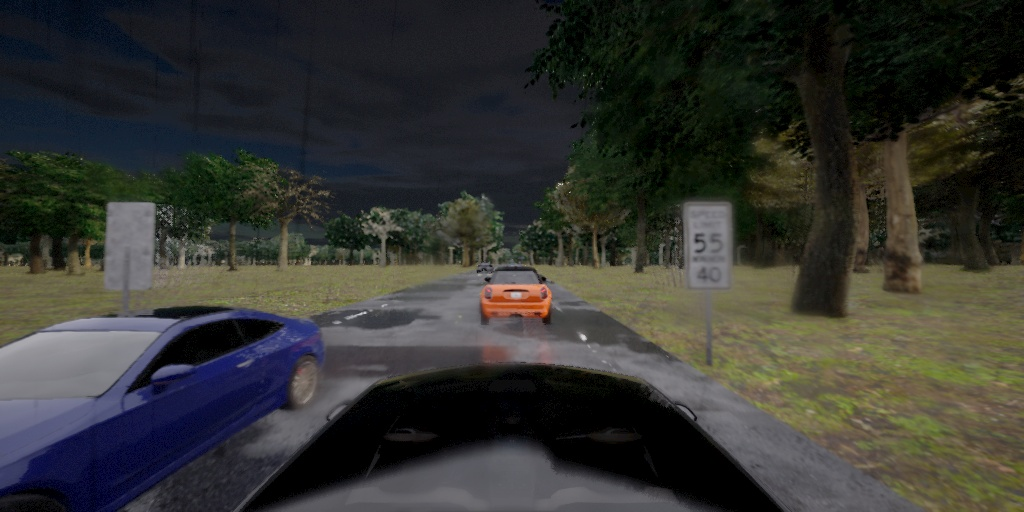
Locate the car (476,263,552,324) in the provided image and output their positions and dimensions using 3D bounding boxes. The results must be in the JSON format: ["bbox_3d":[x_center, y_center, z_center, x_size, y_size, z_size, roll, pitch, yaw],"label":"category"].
[{"bbox_3d":[0.125,1.121,12.181,2.097,1.767,4.553,0,0,0],"label":"car"}]

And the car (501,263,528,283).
[{"bbox_3d":[0.180,1.345,30.604,2.128,1.511,4.902,0,0,0],"label":"car"}]

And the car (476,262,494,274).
[{"bbox_3d":[-3.454,1.538,46.199,1.994,1.385,4.181,0,-1,0],"label":"car"}]

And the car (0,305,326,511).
[{"bbox_3d":[-3.602,1.273,3.419,1.812,1.442,4.674,0,0,0],"label":"car"}]
